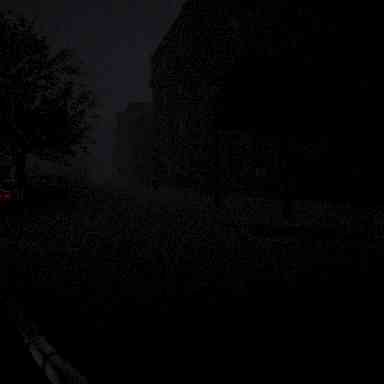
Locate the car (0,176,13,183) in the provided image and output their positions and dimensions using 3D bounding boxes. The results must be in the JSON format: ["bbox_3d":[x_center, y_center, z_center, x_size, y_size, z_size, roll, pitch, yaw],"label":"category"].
[{"bbox_3d":[-44.095,-2.999,78.279,2.002,1.452,4.674,-2,4,-10],"label":"car"}]

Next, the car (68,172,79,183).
[{"bbox_3d":[-16.632,-1.000,39.349,5.566,2.045,2.435,-3,4,-19],"label":"car"}]

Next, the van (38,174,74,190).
[{"bbox_3d":[-19.154,-1.483,46.982,4.442,1.987,1.878,-2,4,-18],"label":"van"}]

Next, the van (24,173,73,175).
[{"bbox_3d":[-15.836,-0.805,36.725,4.442,1.987,1.878,-3,4,-20],"label":"van"}]

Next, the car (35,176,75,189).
[{"bbox_3d":[-20.270,-1.426,49.505,5.366,1.575,1.946,-2,5,-17],"label":"car"}]

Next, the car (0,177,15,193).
[{"bbox_3d":[-21.680,-0.615,39.214,1.837,1.490,4.892,-3,4,-19],"label":"car"}]

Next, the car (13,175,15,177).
[{"bbox_3d":[-24.958,-1.556,49.038,2.150,2.045,5.566,-2,4,-16],"label":"car"}]

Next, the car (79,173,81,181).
[{"bbox_3d":[-23.156,-2.170,60.016,4.892,1.521,2.231,-2,5,-15],"label":"car"}]

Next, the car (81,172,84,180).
[{"bbox_3d":[-25.827,-3.194,70.697,5.566,2.045,2.435,-2,4,-12],"label":"car"}]

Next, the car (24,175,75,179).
[{"bbox_3d":[-14.763,-0.547,34.192,4.553,1.767,2.185,-3,4,-20],"label":"car"}]

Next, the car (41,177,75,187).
[{"bbox_3d":[-20.893,-1.571,52.165,4.674,1.452,2.002,-2,5,-16],"label":"car"}]

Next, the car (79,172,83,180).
[{"bbox_3d":[-24.575,-2.537,65.409,4.792,1.488,2.163,-2,4,-13],"label":"car"}]

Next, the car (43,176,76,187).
[{"bbox_3d":[-21.702,-1.764,54.767,4.792,1.488,2.163,-2,5,-16],"label":"car"}]

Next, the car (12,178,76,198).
[{"bbox_3d":[-13.865,-0.257,31.601,4.892,1.521,2.231,-3,4,-20],"label":"car"}]
